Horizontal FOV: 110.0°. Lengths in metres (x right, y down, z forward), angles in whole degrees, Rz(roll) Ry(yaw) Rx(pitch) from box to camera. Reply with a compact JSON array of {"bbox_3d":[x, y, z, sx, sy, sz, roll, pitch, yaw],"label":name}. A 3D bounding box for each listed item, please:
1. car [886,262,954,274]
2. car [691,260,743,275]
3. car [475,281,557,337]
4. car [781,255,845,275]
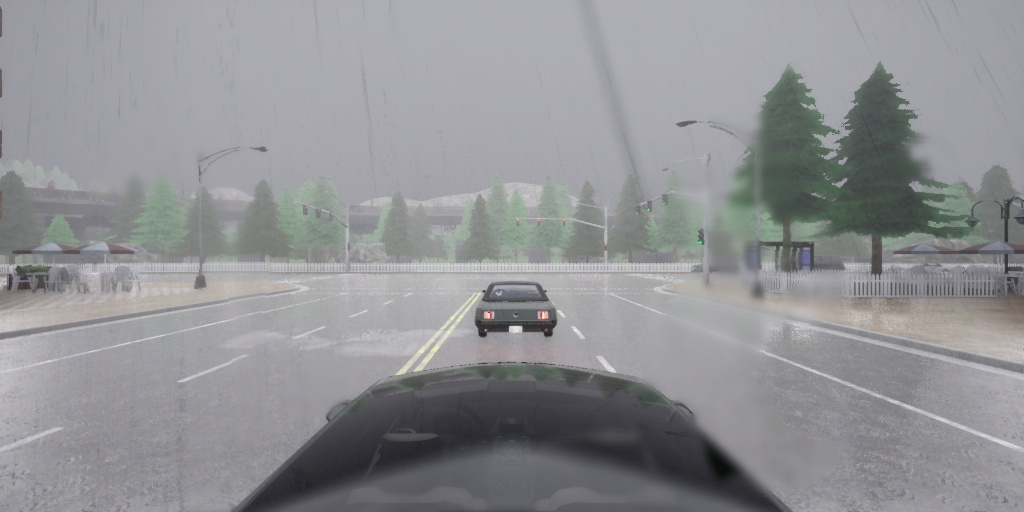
[{"bbox_3d":[41.811,1.295,36.766,4.718,1.301,1.895,0,0,10],"label":"car"},{"bbox_3d":[21.492,1.186,37.672,4.902,1.511,2.128,0,0,0],"label":"car"},{"bbox_3d":[0.074,1.351,10.240,1.895,1.301,4.718,0,0,0],"label":"car"},{"bbox_3d":[31.526,0.916,37.606,5.566,2.045,2.150,0,0,1],"label":"car"}]
